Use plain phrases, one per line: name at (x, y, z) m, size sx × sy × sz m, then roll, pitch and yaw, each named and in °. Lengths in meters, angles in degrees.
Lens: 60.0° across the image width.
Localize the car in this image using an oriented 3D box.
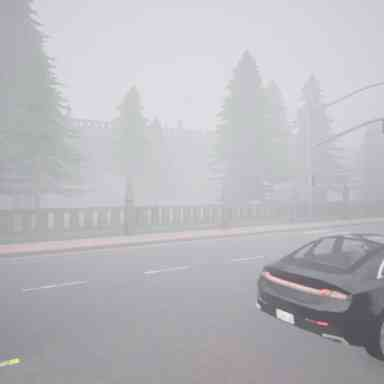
car at (3.338, 1.493, 5.863) m, size 4.902 × 1.511 × 2.128 m, roll 0°, pitch 0°, yaw -32°
